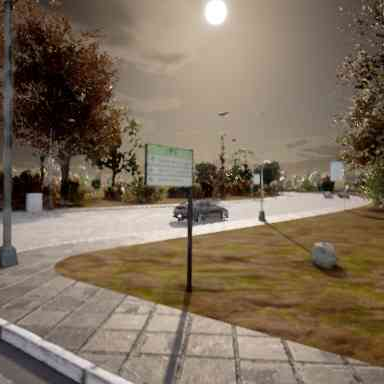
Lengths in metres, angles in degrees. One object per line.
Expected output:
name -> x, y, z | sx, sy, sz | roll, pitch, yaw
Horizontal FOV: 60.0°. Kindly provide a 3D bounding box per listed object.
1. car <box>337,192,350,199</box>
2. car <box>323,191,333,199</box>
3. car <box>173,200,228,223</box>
car -> 36.232, 0.857, 78.992 | 1.812, 1.442, 4.674 | 1, 1, 21
car -> 32.754, 0.886, 79.715 | 1.895, 1.301, 4.718 | 1, 1, 21
car -> 0.709, 1.326, 23.623 | 1.837, 1.490, 4.892 | 1, 0, 39
